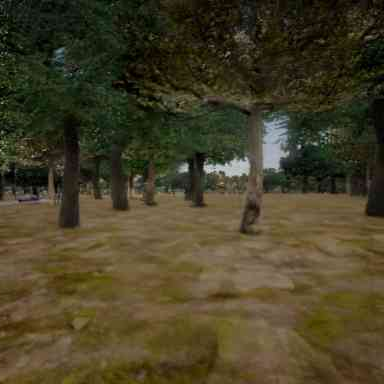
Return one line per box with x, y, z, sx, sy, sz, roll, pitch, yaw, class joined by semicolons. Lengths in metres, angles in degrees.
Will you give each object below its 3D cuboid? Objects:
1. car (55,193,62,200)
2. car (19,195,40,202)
-30.899;1.077;76.992;2.128;1.511;4.902;0;0;-13;car
-30.176;1.215;61.914;1.994;1.385;4.181;0;0;4;car
